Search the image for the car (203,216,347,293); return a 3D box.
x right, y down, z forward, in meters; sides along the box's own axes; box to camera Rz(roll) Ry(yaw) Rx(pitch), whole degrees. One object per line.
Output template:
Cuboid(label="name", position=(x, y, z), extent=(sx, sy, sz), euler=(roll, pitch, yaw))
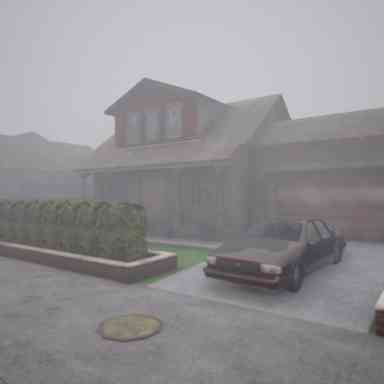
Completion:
Cuboid(label="car", position=(2.518, 1.373, 8.691), extent=(2.033, 1.415, 5.357), euler=(0, 0, 39))
